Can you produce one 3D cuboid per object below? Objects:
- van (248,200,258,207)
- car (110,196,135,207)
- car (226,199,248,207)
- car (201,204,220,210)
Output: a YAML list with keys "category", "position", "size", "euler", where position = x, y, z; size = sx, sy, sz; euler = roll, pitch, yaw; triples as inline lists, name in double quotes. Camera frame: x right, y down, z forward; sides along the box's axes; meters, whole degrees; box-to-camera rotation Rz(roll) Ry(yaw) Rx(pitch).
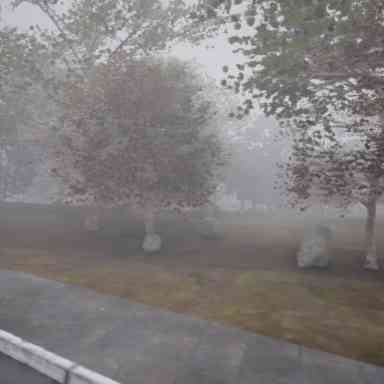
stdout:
- category: "van"
  position: [15.391, 3.175, 91.771]
  size: [4.442, 1.987, 1.878]
  euler: [4, 0, -45]
- category: "car"
  position: [-10.849, 1.205, 49.508]
  size: [2.150, 2.045, 5.566]
  euler: [4, -3, 45]
- category: "car"
  position: [11.513, 2.909, 87.940]
  size: [5.566, 2.045, 2.435]
  euler: [4, 0, -45]
- category: "car"
  position: [3.449, 2.727, 63.969]
  size: [5.008, 1.535, 1.882]
  euler: [4, 0, -45]
